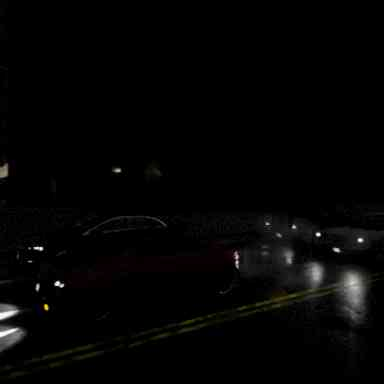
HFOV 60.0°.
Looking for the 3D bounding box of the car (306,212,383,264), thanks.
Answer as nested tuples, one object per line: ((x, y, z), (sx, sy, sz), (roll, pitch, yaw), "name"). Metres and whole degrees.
((6.381, 1.494, 11.562), (4.718, 1.301, 1.895), (0, 1, -32), "car")

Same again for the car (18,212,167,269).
((-2.383, 1.363, 9.839), (4.902, 1.511, 2.128), (0, 1, -32), "car")

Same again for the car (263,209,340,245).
((5.439, 1.453, 14.812), (4.718, 1.301, 1.895), (0, 1, -33), "car")

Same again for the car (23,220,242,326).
((-0.999, 1.476, 6.867), (4.181, 1.385, 1.994), (0, 1, -32), "car")
